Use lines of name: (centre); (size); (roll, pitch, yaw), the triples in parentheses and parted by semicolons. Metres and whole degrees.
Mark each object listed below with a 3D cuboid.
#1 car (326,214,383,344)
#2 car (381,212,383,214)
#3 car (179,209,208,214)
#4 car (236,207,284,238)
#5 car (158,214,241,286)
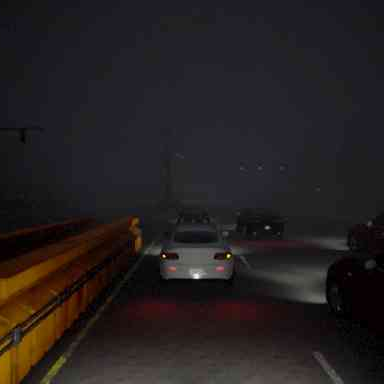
car: (3.598, 1.373, 4.525); (2.097, 1.767, 4.553); (0, 0, 0)
car: (7.098, 1.406, 11.105); (2.097, 1.767, 4.553); (0, 0, 0)
car: (0.097, 1.702, 21.029); (1.895, 1.301, 4.718); (0, 0, 0)
car: (3.597, 1.566, 18.341); (1.882, 1.535, 5.008); (0, 0, 0)
car: (0.097, 1.572, 9.463); (1.812, 1.442, 4.674); (0, 0, 0)
